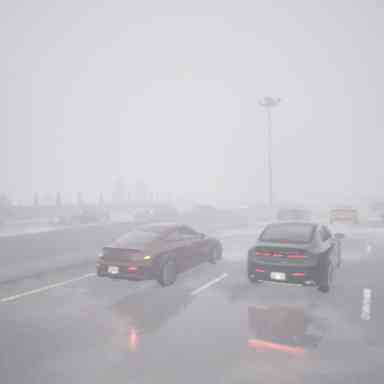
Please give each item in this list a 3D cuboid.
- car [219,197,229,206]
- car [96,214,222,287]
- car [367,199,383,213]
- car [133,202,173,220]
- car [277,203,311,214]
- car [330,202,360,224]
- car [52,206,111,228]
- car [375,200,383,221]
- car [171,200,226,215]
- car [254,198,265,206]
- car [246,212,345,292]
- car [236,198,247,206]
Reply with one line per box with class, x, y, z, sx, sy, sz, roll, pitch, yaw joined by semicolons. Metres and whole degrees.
car;5.961;1.821;63.390;2.097;1.767;4.553;-1;-1;9
car;-0.727;1.623;9.718;1.812;1.442;4.674;-1;0;28
car;20.737;1.521;36.974;1.837;1.490;4.892;-1;0;21
car;-2.970;1.645;28.225;2.097;1.767;4.553;-1;-1;28
car;8.046;1.587;26.053;1.882;1.535;5.008;-1;-1;28
car;11.767;1.528;25.629;1.882;1.535;5.008;-1;-1;27
car;-8.382;1.842;25.483;2.128;1.511;4.902;-1;-1;28
car;16.349;1.595;27.073;1.895;1.301;4.718;-1;-1;27
car;0.635;1.725;27.541;2.128;1.511;4.902;-1;-1;28
car;13.364;1.878;65.640;1.837;1.490;4.892;-1;0;7
car;2.978;1.542;9.222;1.837;1.490;4.892;-1;-1;28
car;9.949;1.941;66.680;2.128;1.511;4.902;-1;0;7
